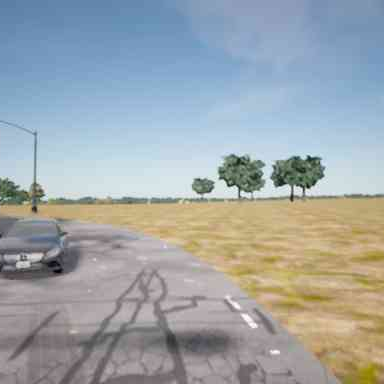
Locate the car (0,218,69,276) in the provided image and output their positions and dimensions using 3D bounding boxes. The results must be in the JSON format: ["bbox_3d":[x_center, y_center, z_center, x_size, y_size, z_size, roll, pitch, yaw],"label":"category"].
[{"bbox_3d":[-4.983,1.592,10.625,1.812,1.442,4.674,1,0,-18],"label":"car"}]
